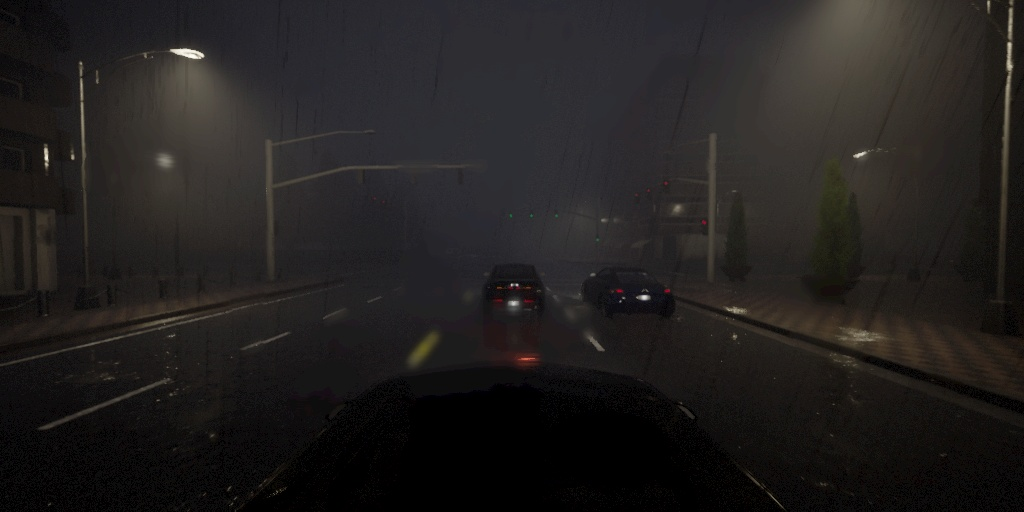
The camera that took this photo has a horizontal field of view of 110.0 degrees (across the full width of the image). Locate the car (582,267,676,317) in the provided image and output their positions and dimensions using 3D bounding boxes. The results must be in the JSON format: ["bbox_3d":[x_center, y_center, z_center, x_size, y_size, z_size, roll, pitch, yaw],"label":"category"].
[{"bbox_3d":[3.581,1.031,11.670,1.994,1.385,4.181,0,2,0],"label":"car"}]

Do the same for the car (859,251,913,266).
[{"bbox_3d":[38.555,0.270,37.333,5.008,1.535,1.882,0,2,0],"label":"car"}]

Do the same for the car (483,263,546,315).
[{"bbox_3d":[0.082,0.962,12.000,1.837,1.490,4.892,0,2,0],"label":"car"}]

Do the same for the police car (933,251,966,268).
[{"bbox_3d":[42.808,0.318,33.773,5.238,1.638,1.930,0,2,0],"label":"police car"}]

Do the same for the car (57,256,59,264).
[{"bbox_3d":[-49.803,0.159,36.842,4.553,1.767,2.097,0,2,0],"label":"car"}]
